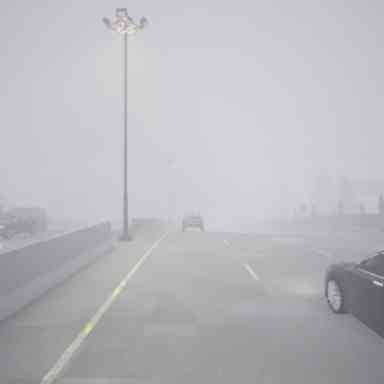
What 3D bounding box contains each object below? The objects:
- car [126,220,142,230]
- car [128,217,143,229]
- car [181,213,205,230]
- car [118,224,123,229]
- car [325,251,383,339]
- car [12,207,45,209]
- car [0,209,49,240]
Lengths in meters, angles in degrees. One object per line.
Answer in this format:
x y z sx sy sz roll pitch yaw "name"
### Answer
-10.552 6.007 60.850 2.097 1.767 4.553 0 -7 1 "car"
-7.088 4.285 45.845 2.097 1.767 4.553 0 -6 0 "car"
0.085 2.659 29.835 2.128 1.511 4.902 0 -5 0 "car"
-14.033 7.159 68.801 1.895 1.301 4.718 0 -7 0 "car"
3.597 1.554 4.833 1.837 1.490 4.892 0 0 0 "car"
-14.108 2.231 28.045 2.150 2.045 5.566 0 -5 0 "car"
-10.607 1.912 19.362 2.128 1.511 4.902 0 -3 0 "car"
